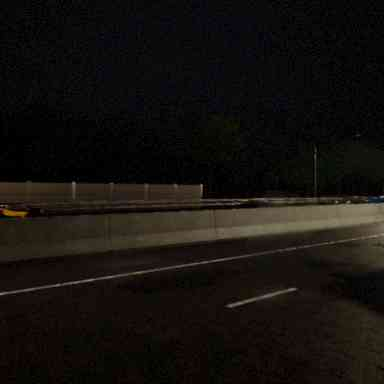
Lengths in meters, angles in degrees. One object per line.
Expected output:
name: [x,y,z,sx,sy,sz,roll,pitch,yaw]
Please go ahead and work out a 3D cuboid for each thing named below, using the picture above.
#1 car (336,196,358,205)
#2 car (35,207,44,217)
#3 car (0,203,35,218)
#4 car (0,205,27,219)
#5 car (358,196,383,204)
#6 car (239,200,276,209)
car: [21.491,1.351,45.081,4.553,1.767,2.097,0,0,-35]
car: [-12.086,1.485,21.162,4.902,1.511,2.128,-1,0,-35]
car: [-11.294,1.475,17.432,5.008,1.535,1.882,0,0,-36]
car: [-9.945,1.503,14.095,4.892,1.490,1.837,0,0,-36]
car: [23.687,1.477,42.348,5.008,1.535,1.882,0,0,-35]
car: [7.815,1.597,39.653,4.718,1.301,1.895,0,0,-35]
